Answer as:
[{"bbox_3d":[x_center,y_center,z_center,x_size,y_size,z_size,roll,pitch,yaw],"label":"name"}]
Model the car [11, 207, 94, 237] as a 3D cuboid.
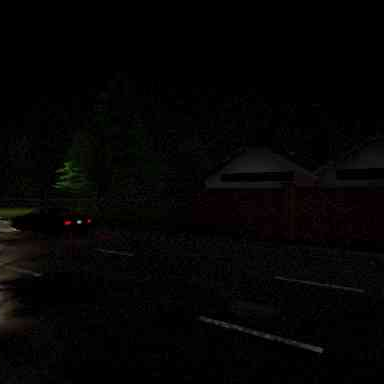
[{"bbox_3d":[-7.655,1.541,18.045,5.357,1.411,2.033,0,0,35],"label":"car"}]
